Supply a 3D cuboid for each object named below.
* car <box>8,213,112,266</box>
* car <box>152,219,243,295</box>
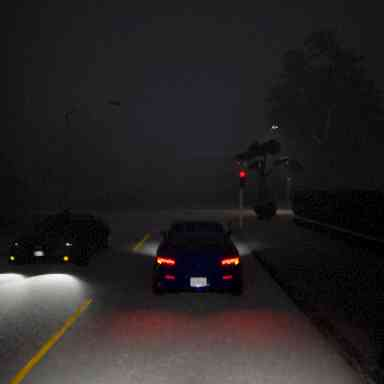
[{"bbox_3d":[-3.979,1.398,10.698,1.994,1.385,4.181,0,1,1],"label":"car"},{"bbox_3d":[0.120,1.398,8.208,1.812,1.442,4.674,0,1,0],"label":"car"}]
